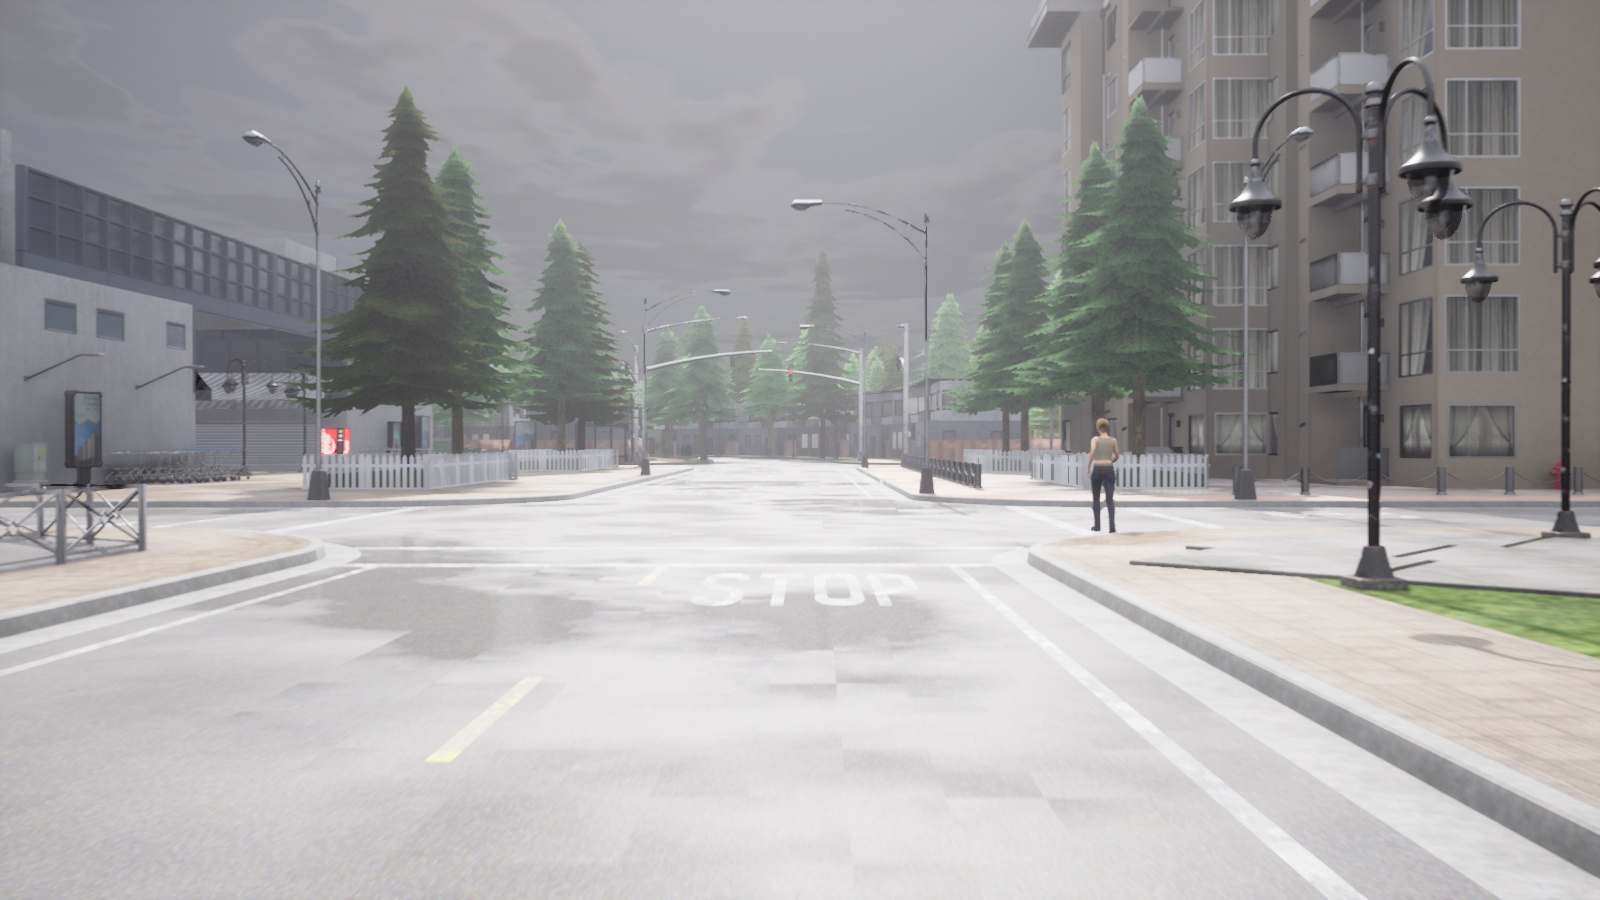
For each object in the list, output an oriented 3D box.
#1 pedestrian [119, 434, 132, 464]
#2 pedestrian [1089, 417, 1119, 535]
[{"bbox_3d":[-40.358,-0.064,75.091,0.594,1.836,0.345,0,0,0],"label":"pedestrian"},{"bbox_3d":[4.789,0.397,19.804,0.345,1.836,0.594,0,0,1],"label":"pedestrian"}]
